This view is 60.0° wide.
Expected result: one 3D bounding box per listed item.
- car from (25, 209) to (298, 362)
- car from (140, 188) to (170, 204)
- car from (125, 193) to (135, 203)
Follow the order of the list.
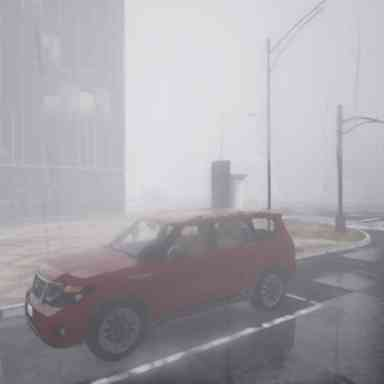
[{"bbox_3d":[-0.186,1.285,6.049,5.009,1.841,2.192,-1,1,-35],"label":"car"},{"bbox_3d":[-5.171,0.524,45.777,2.150,2.045,5.566,-1,1,-36],"label":"car"},{"bbox_3d":[-9.963,0.830,46.814,2.033,1.411,5.357,-1,1,-36],"label":"car"}]
